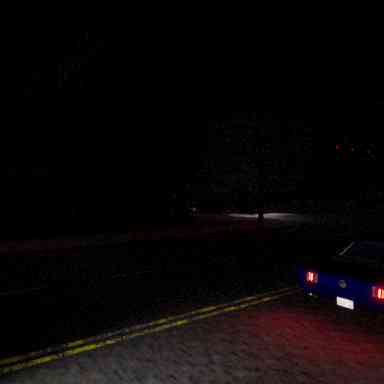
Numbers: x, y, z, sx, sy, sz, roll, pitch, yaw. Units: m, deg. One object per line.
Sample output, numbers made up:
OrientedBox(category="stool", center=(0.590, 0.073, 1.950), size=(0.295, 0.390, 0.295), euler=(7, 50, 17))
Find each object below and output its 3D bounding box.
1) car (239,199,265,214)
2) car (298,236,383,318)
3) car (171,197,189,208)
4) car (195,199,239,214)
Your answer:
OrientedBox(category="car", center=(5.787, 1.504, 36.276), size=(1.837, 1.490, 4.892), euler=(0, 0, -36))
OrientedBox(category="car", center=(4.427, 1.601, 6.925), size=(4.718, 1.301, 1.895), euler=(0, 0, -35))
OrientedBox(category="car", center=(-2.329, 1.489, 47.624), size=(2.128, 1.511, 4.902), euler=(0, 0, -36))
OrientedBox(category="car", center=(2.400, 1.600, 34.990), size=(1.895, 1.301, 4.718), euler=(0, 0, -36))
